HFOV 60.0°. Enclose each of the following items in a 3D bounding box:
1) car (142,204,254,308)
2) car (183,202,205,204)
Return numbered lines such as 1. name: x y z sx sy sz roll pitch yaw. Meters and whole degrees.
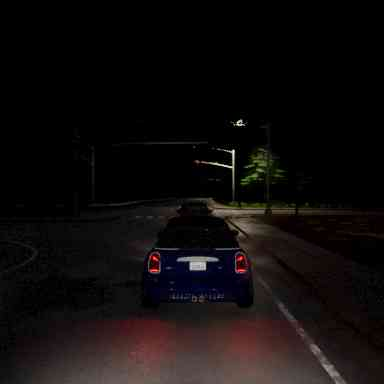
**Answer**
1. car: 0.106 1.347 8.093 2.097 1.767 4.553 0 0 0
2. car: 0.116 1.338 18.214 2.097 1.767 4.553 0 0 0
